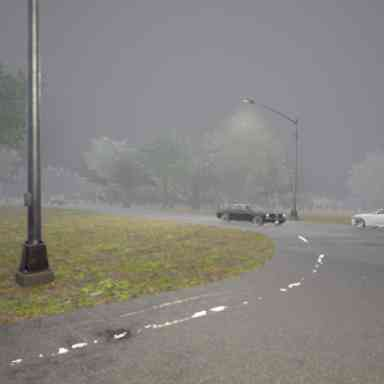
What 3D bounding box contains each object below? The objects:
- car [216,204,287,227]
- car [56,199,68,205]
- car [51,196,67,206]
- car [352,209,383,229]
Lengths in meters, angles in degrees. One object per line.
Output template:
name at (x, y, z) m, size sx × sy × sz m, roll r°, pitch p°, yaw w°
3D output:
car at (3.660, 1.452, 21.107) m, size 1.895 × 1.301 × 4.718 m, roll 4°, pitch -3°, yaw -35°
car at (-34.123, 2.599, 87.294) m, size 1.812 × 1.442 × 4.674 m, roll 4°, pitch -3°, yaw -35°
car at (-28.678, 1.791, 70.613) m, size 2.150 × 2.045 × 5.566 m, roll 3°, pitch -3°, yaw -28°
car at (12.462, 1.696, 20.743) m, size 1.812 × 1.442 × 4.674 m, roll 3°, pitch -2°, yaw -35°
